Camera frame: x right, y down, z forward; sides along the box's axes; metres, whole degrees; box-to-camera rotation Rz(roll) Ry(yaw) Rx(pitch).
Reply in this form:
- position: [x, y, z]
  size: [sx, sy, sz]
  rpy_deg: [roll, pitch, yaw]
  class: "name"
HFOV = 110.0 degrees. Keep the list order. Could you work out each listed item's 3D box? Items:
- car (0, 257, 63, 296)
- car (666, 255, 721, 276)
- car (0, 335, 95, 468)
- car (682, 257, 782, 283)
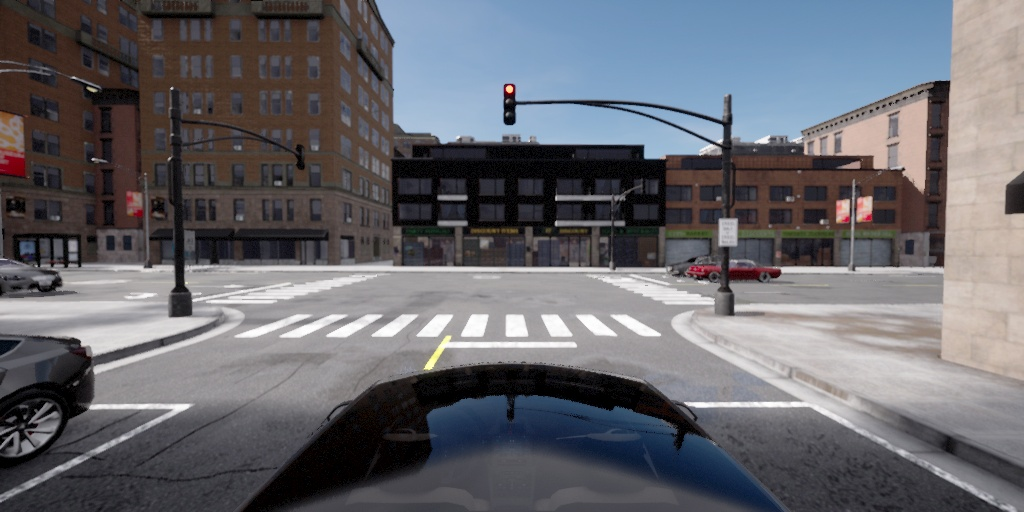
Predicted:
- position: [-20.969, 0.797, 14.190]
  size: [4.902, 1.511, 2.128]
  rpy_deg: [0, 2, -1]
  class: "car"
- position: [13.165, 0.705, 24.589]
  size: [4.892, 1.490, 1.837]
  rpy_deg: [-1, 2, -1]
  class: "car"
- position: [-5.389, 1.302, 2.124]
  size: [1.948, 1.339, 4.313]
  rpy_deg: [0, 0, 0]
  class: "car"
- position: [13.079, 0.892, 21.344]
  size: [4.718, 1.301, 1.895]
  rpy_deg: [0, 2, -1]
  class: "car"
